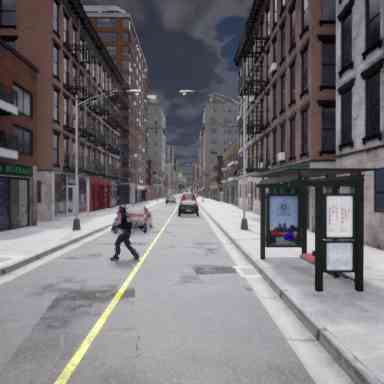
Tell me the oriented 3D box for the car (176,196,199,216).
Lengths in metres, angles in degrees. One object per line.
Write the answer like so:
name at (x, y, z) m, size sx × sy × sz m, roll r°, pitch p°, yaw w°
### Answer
car at (-0.333, 1.470, 32.186) m, size 1.882 × 1.535 × 5.008 m, roll 0°, pitch 0°, yaw -1°

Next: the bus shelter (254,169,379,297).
bus shelter at (3.020, 0.874, 9.047) m, size 1.920 × 2.740 × 3.880 m, roll 0°, pitch 0°, yaw -1°

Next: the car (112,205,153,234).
car at (-3.356, 1.522, 19.549) m, size 1.812 × 1.442 × 4.674 m, roll 0°, pitch 0°, yaw -1°

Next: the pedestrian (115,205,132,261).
pedestrian at (-2.195, 1.292, 10.629) m, size 0.375 × 1.860 × 0.375 m, roll 0°, pitch 0°, yaw -11°

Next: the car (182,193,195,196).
car at (-0.503, 1.208, 45.558) m, size 2.150 × 2.045 × 5.566 m, roll 0°, pitch 0°, yaw -3°

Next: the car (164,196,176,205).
car at (-3.868, 1.486, 60.581) m, size 1.837 × 1.490 × 4.892 m, roll 0°, pitch -1°, yaw 0°
